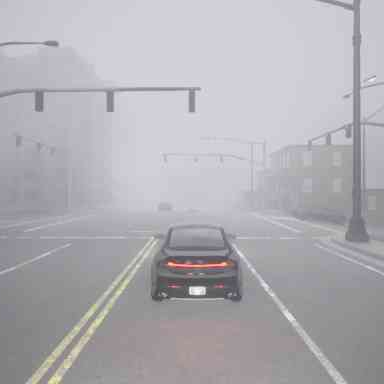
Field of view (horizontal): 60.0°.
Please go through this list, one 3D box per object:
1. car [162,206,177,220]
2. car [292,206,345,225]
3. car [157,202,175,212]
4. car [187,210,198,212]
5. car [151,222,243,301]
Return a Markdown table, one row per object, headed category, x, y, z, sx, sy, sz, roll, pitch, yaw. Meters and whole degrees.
| category | x | y | z | sx | sy | sz | roll | pitch | yaw |
| --- | --- | --- | --- | --- | --- | --- | --- | --- | --- |
| car | -3.628 | 3.522 | 54.965 | 2.128 | 1.511 | 4.902 | 0 | -12 | 0 |
| car | 10.755 | 1.893 | 28.263 | 4.181 | 1.385 | 1.994 | 7 | 0 | 0 |
| car | -3.630 | 2.066 | 45.558 | 1.837 | 1.490 | 4.892 | 0 | -5 | 0 |
| car | 0.063 | 3.895 | 56.823 | 1.882 | 1.535 | 5.008 | 0 | -12 | 0 |
| car | 0.094 | 1.505 | 8.321 | 1.837 | 1.490 | 4.892 | 0 | 0 | 0 |
